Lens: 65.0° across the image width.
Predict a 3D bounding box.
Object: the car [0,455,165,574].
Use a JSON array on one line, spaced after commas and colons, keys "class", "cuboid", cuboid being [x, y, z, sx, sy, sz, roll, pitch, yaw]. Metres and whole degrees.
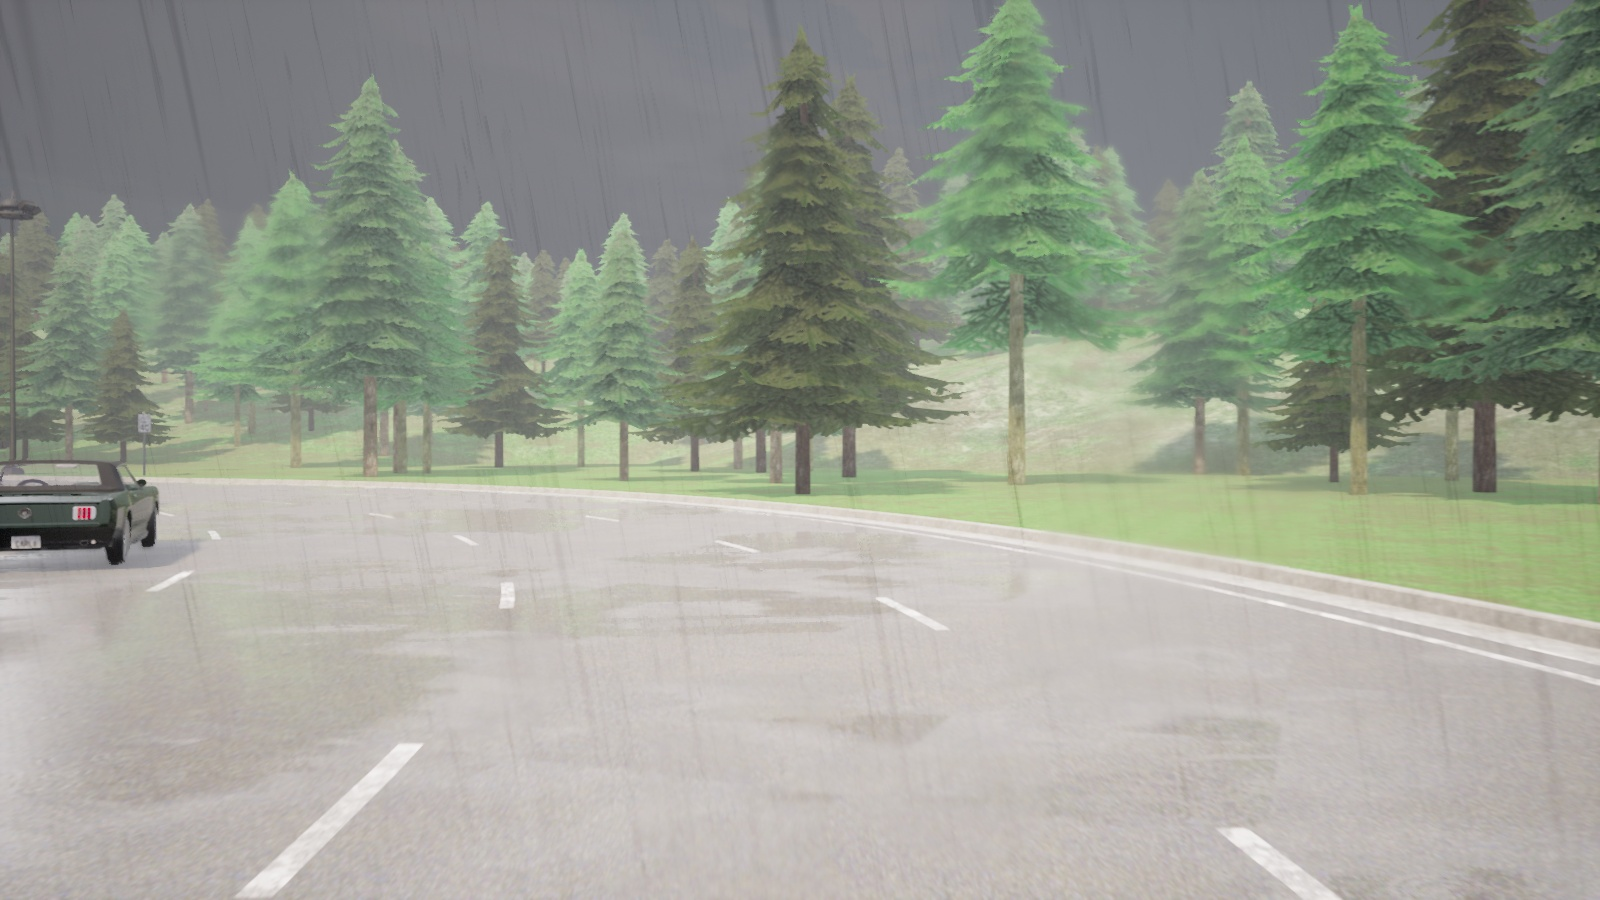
[{"class": "car", "cuboid": [-9.721, 0.748, 16.562, 1.895, 1.301, 4.718, 0, 0, -21]}]
